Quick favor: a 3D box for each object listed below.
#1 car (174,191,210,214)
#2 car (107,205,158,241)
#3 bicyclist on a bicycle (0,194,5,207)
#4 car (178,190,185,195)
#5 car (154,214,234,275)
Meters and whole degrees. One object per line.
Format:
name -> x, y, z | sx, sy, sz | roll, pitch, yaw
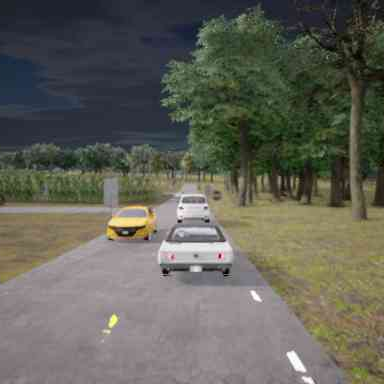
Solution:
car -> 0.074, 1.175, 23.521 | 2.150, 2.045, 5.566 | 0, 0, -1
car -> -2.832, 1.456, 16.660 | 1.882, 1.535, 5.008 | 0, 0, 0
bicyclist on a bicycle -> -23.451, 1.002, 41.142 | 0.582, 1.620, 1.656 | 0, 1, -11
car -> -2.755, 0.118, 88.594 | 1.812, 1.442, 4.674 | 0, 2, 0
car -> 0.099, 1.595, 10.359 | 1.895, 1.301, 4.718 | 0, 0, 0
